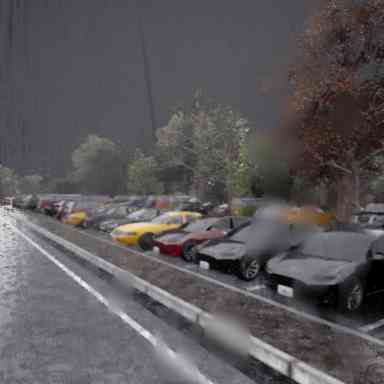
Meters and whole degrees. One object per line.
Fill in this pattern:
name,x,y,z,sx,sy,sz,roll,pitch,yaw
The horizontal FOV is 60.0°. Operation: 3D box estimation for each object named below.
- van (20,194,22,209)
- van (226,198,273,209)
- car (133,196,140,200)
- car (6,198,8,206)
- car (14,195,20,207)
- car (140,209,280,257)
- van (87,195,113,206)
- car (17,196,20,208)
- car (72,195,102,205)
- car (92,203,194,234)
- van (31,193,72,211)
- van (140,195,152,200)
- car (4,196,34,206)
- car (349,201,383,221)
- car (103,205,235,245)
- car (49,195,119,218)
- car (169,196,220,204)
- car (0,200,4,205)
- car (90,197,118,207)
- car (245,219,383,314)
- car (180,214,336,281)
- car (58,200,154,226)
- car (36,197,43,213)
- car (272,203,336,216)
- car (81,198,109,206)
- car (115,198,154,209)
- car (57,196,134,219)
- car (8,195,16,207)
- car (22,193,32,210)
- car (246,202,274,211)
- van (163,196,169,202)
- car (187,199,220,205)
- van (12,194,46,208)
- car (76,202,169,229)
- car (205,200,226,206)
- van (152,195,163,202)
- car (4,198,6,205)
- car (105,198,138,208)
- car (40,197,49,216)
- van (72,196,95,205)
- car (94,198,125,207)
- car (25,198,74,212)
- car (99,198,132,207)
van,-17.881,1.234,40.232,4.442,1.987,1.878,1,-1,-34
van,5.546,1.525,29.260,4.442,1.987,1.878,1,0,-34
car,-5.295,1.669,45.165,5.008,1.535,2.097,1,-1,-34
car,-27.086,1.678,54.110,4.674,1.452,2.002,1,-1,-34
car,-20.913,1.550,44.882,4.792,1.488,2.163,1,-1,-34
car,0.776,1.601,12.654,4.792,1.488,2.163,1,0,-34
van,-17.576,1.680,63.613,4.442,1.987,1.878,1,-1,-34
car,-19.334,1.531,42.596,4.674,1.452,2.002,1,-1,-34
car,-22.289,1.748,70.455,5.566,2.045,2.435,1,-2,-34
car,-2.293,1.542,17.280,4.892,1.521,2.231,1,0,-34
van,-13.239,1.206,33.336,4.442,1.987,1.878,1,0,-34
van,-3.930,1.429,42.927,4.442,1.987,1.878,1,-1,-34
car,-31.710,1.604,61.034,4.553,1.767,2.185,1,-1,-34
car,11.683,1.558,19.882,5.566,2.045,2.435,1,0,-34
car,-0.903,1.550,14.870,5.366,1.575,1.946,1,0,-34
car,-8.521,1.354,26.473,4.553,1.767,2.185,1,0,-34
car,0.788,1.451,36.074,5.566,2.045,2.435,1,0,-34
car,-30.210,1.445,58.704,5.566,2.045,2.435,1,-1,-34
car,-16.153,1.748,61.231,4.553,1.767,2.185,1,-1,-34
car,3.876,1.631,8.047,4.792,1.488,2.163,1,0,-34
car,2.326,1.616,10.350,4.792,1.488,2.163,1,0,-34
car,-5.552,1.504,21.780,5.366,1.575,1.946,1,0,-34
car,-11.596,1.489,31.098,4.674,1.452,2.002,1,0,-34
car,8.604,1.779,24.490,5.008,1.535,2.097,1,0,-34
car,-19.227,1.934,65.839,4.892,1.521,2.231,1,-1,-34
car,-8.545,1.721,49.653,5.366,1.575,1.946,1,-1,-34
car,-6.971,1.369,24.170,4.553,1.767,2.185,1,0,-34
car,-23.983,1.579,49.507,5.008,1.535,2.097,1,-1,-34
car,-14.668,1.168,35.721,5.566,2.045,2.435,1,0,-34
car,6.994,1.804,26.896,4.674,1.452,2.002,1,0,-34
van,-0.639,1.464,38.454,4.442,1.987,1.878,1,0,-34
car,2.418,1.718,33.684,5.008,1.535,2.097,1,0,-34
van,-25.439,1.385,51.876,4.442,1.987,1.878,1,-1,-34
car,-3.853,1.527,19.576,4.892,1.521,2.231,1,0,-34
car,3.967,1.774,31.386,4.674,1.452,2.002,1,0,-34
van,-2.116,1.449,40.648,4.442,1.987,1.878,1,0,-34
car,-28.614,1.697,56.428,4.792,1.488,2.163,1,-1,-34
car,-11.491,1.787,54.349,4.892,1.521,2.231,1,-1,-34
car,-10.052,1.464,28.790,5.008,1.535,2.097,1,0,-34
van,-23.830,1.823,72.903,4.442,1.987,1.878,1,-2,-34
car,-14.655,1.846,59.049,5.008,1.535,2.097,1,-1,-34
car,-16.208,1.463,38.001,4.792,1.488,2.163,1,-1,-34
car,-13.038,1.815,56.647,5.008,1.535,2.097,1,-1,-34
